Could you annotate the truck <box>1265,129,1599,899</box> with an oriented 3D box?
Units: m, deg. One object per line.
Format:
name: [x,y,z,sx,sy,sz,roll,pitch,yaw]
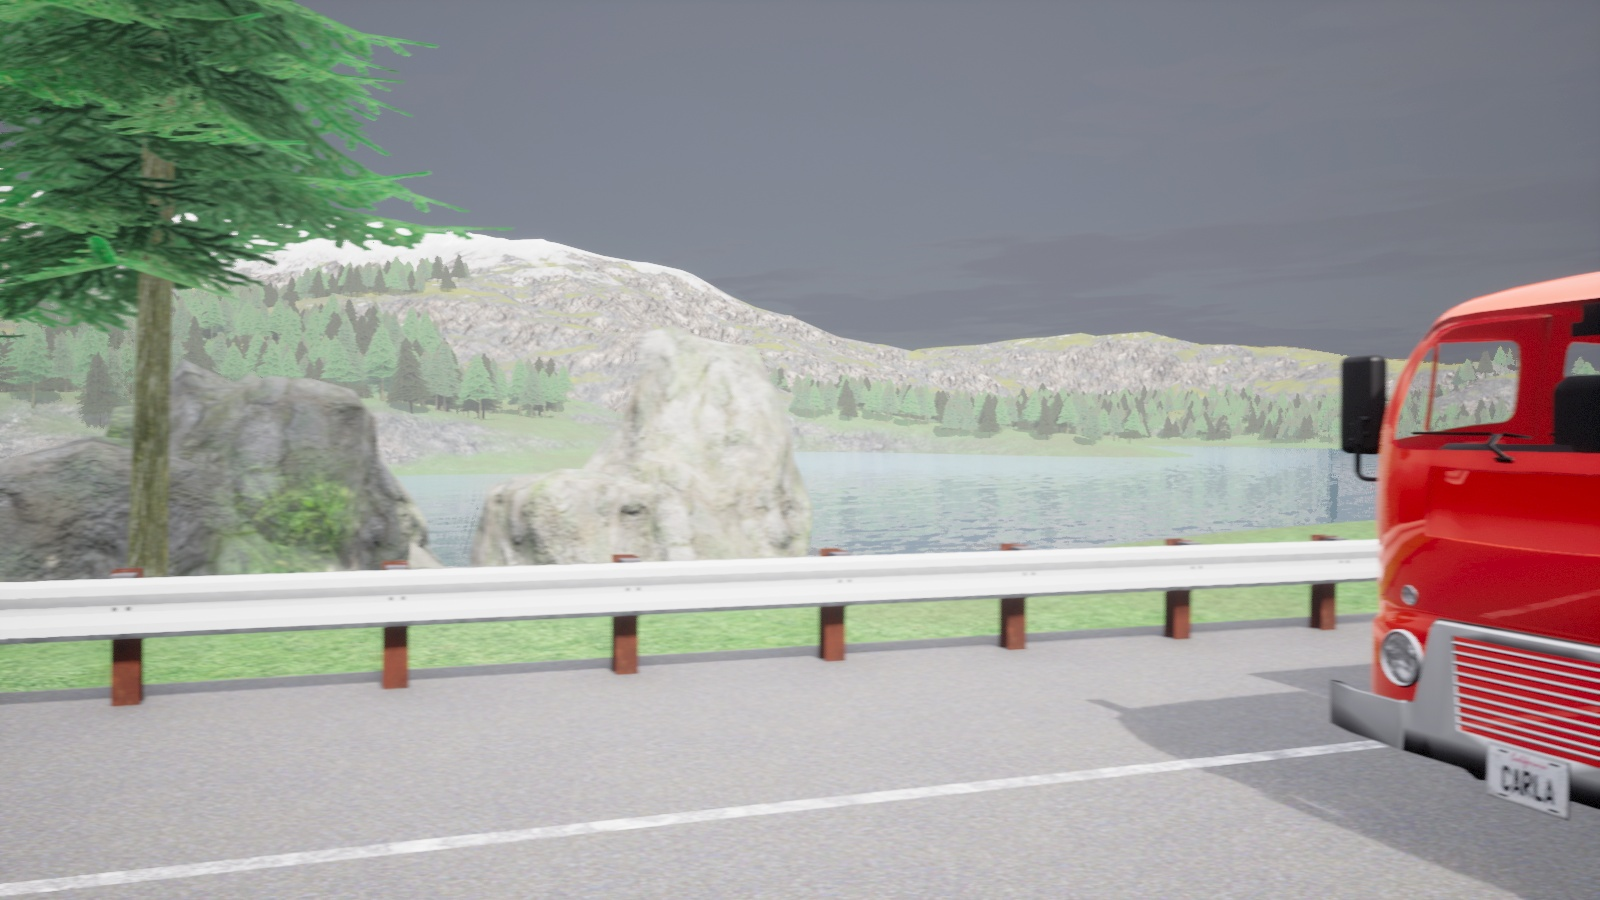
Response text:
truck: [4.916,0.145,5.101,5.204,2.467,2.627,-2,1,-21]
